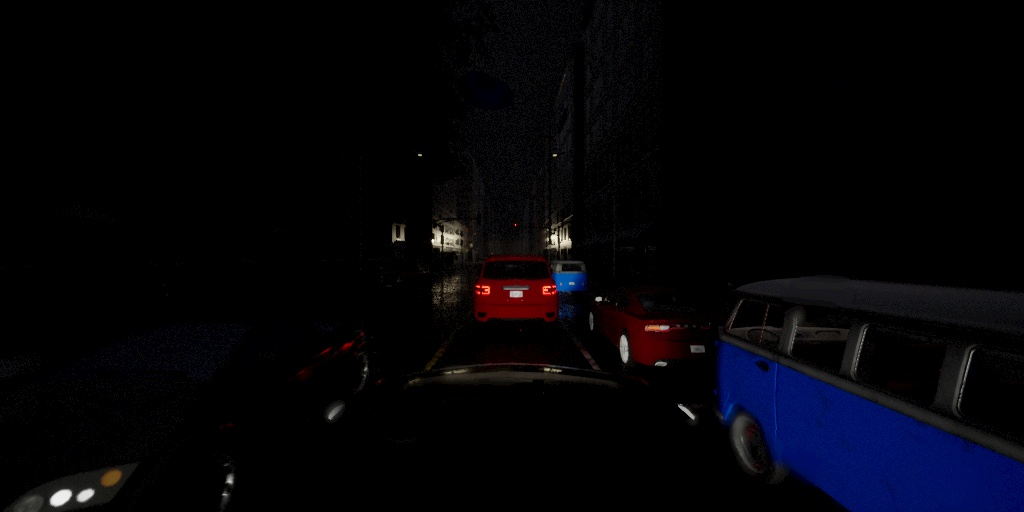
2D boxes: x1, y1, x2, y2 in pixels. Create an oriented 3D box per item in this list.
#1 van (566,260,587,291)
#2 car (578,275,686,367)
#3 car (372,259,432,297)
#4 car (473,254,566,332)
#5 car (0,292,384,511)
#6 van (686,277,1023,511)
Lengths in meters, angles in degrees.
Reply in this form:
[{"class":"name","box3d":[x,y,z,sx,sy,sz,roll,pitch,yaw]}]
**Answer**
[{"class":"van","box3d":[2.879,1.087,19.070,1.690,1.789,3.998,0,0,0]},{"class":"car","box3d":[2.864,1.295,7.749,1.888,1.381,4.507,0,0,0]},{"class":"car","box3d":[-5.646,1.061,19.042,2.192,1.841,5.009,0,0,0]},{"class":"car","box3d":[0.113,0.971,10.971,2.150,2.045,5.566,0,0,0]},{"class":"car","box3d":[-3.098,1.314,3.720,1.994,1.385,4.181,0,0,0]},{"class":"van","box3d":[2.856,1.091,2.088,1.690,1.789,3.998,0,0,0]}]
